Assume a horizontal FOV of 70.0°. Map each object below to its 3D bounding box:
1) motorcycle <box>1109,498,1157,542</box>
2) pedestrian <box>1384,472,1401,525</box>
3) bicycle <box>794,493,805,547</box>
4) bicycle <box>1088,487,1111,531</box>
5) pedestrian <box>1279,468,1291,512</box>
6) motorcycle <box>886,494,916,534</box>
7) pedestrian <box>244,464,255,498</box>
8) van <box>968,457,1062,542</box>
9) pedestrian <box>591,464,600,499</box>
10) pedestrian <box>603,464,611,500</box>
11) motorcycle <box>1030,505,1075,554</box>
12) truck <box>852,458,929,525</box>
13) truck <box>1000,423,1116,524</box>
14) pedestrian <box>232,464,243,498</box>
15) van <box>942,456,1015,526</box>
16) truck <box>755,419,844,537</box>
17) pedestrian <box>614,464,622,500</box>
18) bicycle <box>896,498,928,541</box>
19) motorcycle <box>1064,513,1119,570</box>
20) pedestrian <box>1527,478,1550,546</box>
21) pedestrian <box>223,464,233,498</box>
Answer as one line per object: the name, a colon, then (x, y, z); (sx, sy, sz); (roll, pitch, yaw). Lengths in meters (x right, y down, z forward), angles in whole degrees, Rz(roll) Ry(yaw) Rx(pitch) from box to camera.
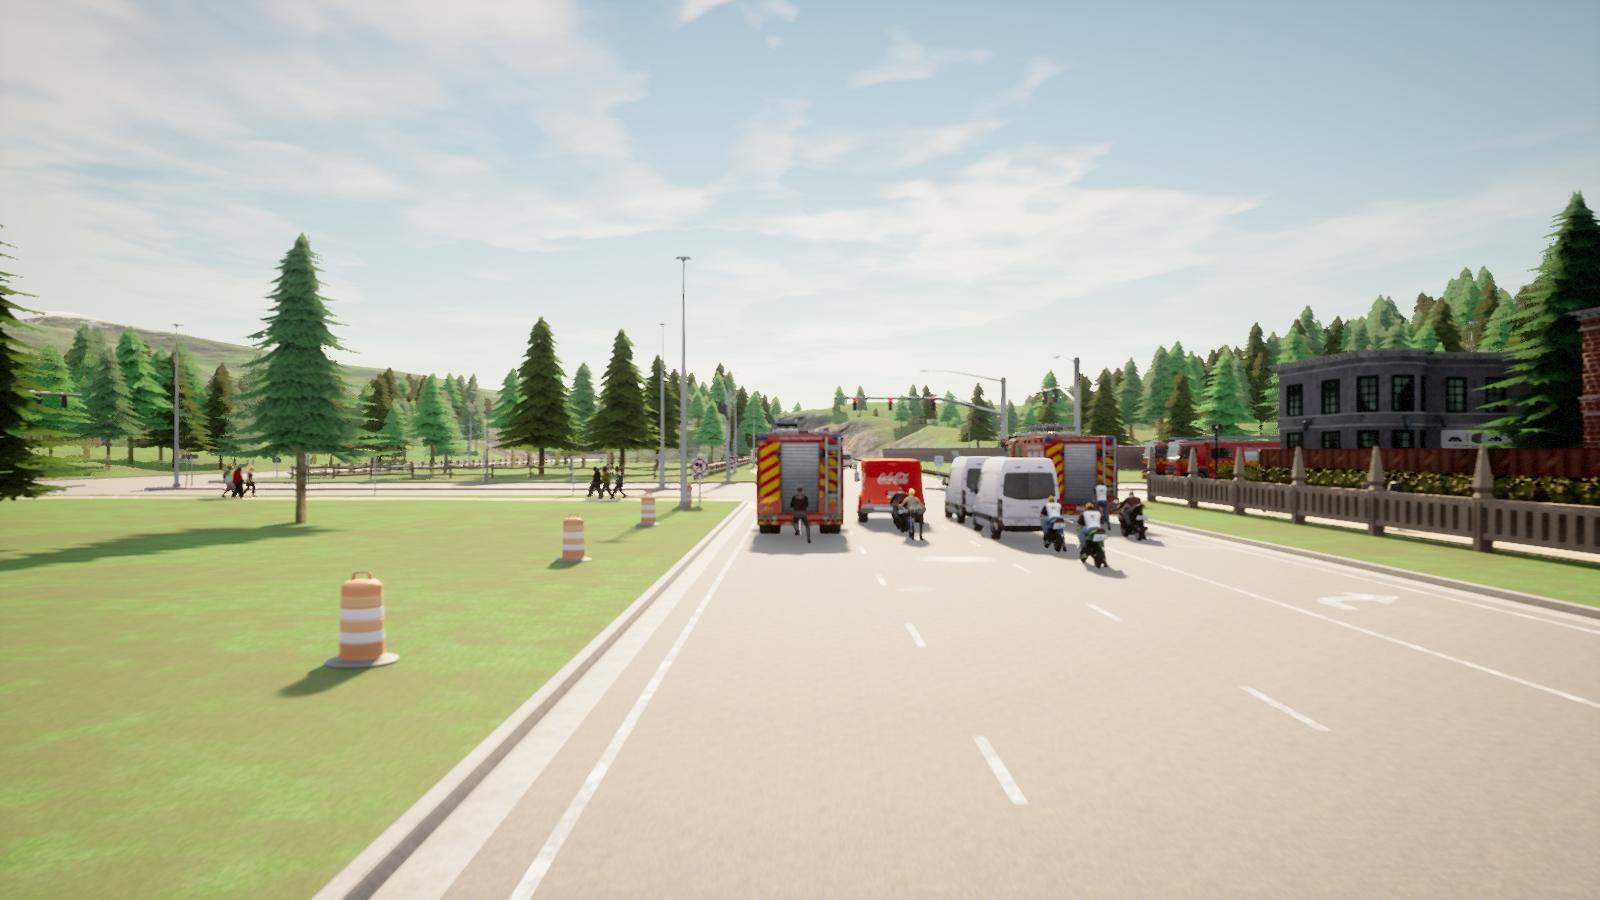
motorcycle: (10.499, 2.205, 36.135); (0.867, 1.251, 2.209); (0, 0, 0)
pedestrian: (20.714, 1.697, 39.949); (0.375, 1.860, 0.375); (0, 0, -1)
bicycle: (-0.007, 2.060, 33.845); (0.329, 1.471, 1.835); (0, 0, 0)
bicycle: (10.499, 2.056, 40.096); (0.373, 1.496, 1.643); (0, 0, 0)
pedestrian: (20.497, 1.699, 48.277); (0.375, 1.860, 0.375); (0, 0, 0)
motorcycle: (3.490, 2.205, 39.654); (0.867, 1.251, 2.209); (0, 0, 0)
pedestrian: (-30.215, 1.696, 62.699); (0.375, 1.860, 0.375); (0, 0, 6)
van: (6.994, 1.534, 37.738); (1.988, 2.561, 5.915); (0, 0, 0)
pedestrian: (-10.909, 1.696, 60.913); (0.375, 1.860, 0.375); (0, 0, 6)
pedestrian: (-10.183, 1.696, 60.268); (0.375, 1.860, 0.375); (0, 0, 4)
motorcycle: (6.999, 2.186, 31.741); (0.803, 1.199, 2.033); (0, 0, 0)
truck: (3.507, 1.568, 45.447); (2.627, 2.467, 5.204); (0, 0, 0)
truck: (10.494, 0.891, 47.375); (2.891, 3.827, 8.468); (0, 0, 0)
pedestrian: (-30.568, 1.696, 62.081); (0.375, 1.860, 0.375); (0, 0, 5)
van: (6.996, 1.534, 45.500); (1.988, 2.561, 5.915); (0, 0, 0)
truck: (-0.006, 0.891, 41.298); (2.891, 3.827, 8.468); (0, 0, 0)
pedestrian: (-9.693, 1.696, 60.801); (0.375, 1.860, 0.375); (0, 0, 3)
bicycle: (3.481, 2.158, 35.717); (0.859, 1.277, 1.487); (0, 0, 0)
motorcycle: (6.999, 2.186, 27.553); (0.803, 1.199, 2.033); (0, 0, 0)
pedestrian: (20.385, 1.696, 31.538); (0.375, 1.860, 0.375); (0, 0, 1)
pedestrian: (-31.434, 1.697, 62.811); (0.375, 1.860, 0.375); (0, 0, 7)
